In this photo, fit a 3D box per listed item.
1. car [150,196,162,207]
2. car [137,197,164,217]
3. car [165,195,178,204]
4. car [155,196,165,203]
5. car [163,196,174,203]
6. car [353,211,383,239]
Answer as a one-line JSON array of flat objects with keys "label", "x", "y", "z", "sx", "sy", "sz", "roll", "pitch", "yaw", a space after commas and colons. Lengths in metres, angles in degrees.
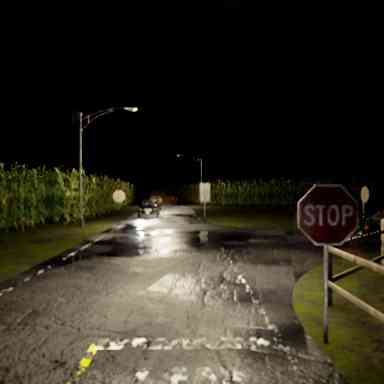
[{"label": "car", "x": -5.780, "y": 1.465, "z": 53.315, "sx": 1.882, "sy": 1.535, "sz": 5.008, "roll": 0, "pitch": 0, "yaw": -6}, {"label": "car", "x": -3.914, "y": 1.475, "z": 30.718, "sx": 2.128, "sy": 1.511, "sz": 4.902, "roll": 0, "pitch": 0, "yaw": -3}, {"label": "car", "x": -3.722, "y": 1.343, "z": 60.984, "sx": 2.097, "sy": 1.767, "sz": 4.553, "roll": 0, "pitch": 0, "yaw": -7}, {"label": "car", "x": -4.646, "y": 1.530, "z": 41.027, "sx": 2.033, "sy": 1.411, "sz": 5.357, "roll": 0, "pitch": 0, "yaw": -5}, {"label": "car", "x": -5.081, "y": 1.553, "z": 70.968, "sx": 1.994, "sy": 1.385, "sz": 4.181, "roll": 0, "pitch": 0, "yaw": -8}, {"label": "car", "x": 9.260, "y": 1.425, "z": 14.023, "sx": 4.718, "sy": 1.301, "sz": 1.895, "roll": -1, "pitch": 0, "yaw": -3}]
